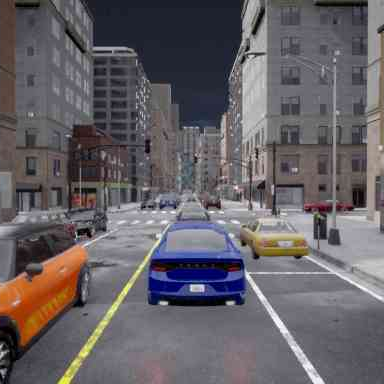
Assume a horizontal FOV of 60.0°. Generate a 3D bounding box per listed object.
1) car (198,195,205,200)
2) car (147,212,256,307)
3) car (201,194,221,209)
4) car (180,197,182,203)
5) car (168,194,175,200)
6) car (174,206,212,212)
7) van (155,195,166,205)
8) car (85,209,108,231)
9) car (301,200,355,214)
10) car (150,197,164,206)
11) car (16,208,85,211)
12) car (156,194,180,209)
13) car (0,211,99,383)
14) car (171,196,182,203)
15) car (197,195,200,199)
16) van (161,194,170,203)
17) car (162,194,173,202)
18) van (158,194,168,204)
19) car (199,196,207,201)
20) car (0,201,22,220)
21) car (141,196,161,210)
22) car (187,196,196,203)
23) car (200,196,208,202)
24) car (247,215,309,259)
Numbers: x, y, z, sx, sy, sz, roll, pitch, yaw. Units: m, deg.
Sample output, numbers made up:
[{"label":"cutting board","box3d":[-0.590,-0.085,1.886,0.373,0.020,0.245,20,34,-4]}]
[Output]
[{"label":"car","box3d":[2.721,1.624,94.845,2.008,1.369,4.403,-1,0,0]},{"label":"car","box3d":[0.085,1.478,8.109,1.882,1.535,5.008,0,0,0]},{"label":"car","box3d":[2.780,1.351,44.572,2.192,1.841,5.009,-1,0,0]},{"label":"car","box3d":[-3.170,1.400,56.309,2.097,1.767,4.553,0,0,0]},{"label":"car","box3d":[-5.818,1.513,94.832,1.967,1.590,4.097,-1,0,0]},{"label":"car","box3d":[0.074,1.606,17.472,1.895,1.301,4.718,0,0,0]},{"label":"van","box3d":[-5.770,1.394,61.318,1.690,1.788,3.998,-1,0,0]},{"label":"car","box3d":[-5.703,1.571,17.687,1.947,1.339,4.313,-1,0,0]},{"label":"car","box3d":[13.311,1.458,32.830,4.718,1.301,1.895,-1,1,-1]},{"label":"car","box3d":[-5.760,1.573,55.562,1.752,1.417,4.829,-1,0,0]},{"label":"car","box3d":[-5.696,1.442,12.190,1.967,1.590,4.097,-1,0,0]},{"label":"car","box3d":[-3.163,1.258,45.417,2.150,2.045,5.566,0,0,0]},{"label":"car","box3d":[-3.108,1.352,4.933,2.097,1.767,4.553,0,0,0]},{"label":"car","box3d":[-3.103,1.597,69.251,2.033,1.411,5.357,0,0,0]},{"label":"car","box3d":[2.752,1.372,66.916,2.192,1.841,5.009,-1,0,0]},{"label":"van","box3d":[-5.787,1.402,72.490,1.690,1.788,3.998,-1,0,0]},{"label":"car","box3d":[-5.795,1.380,78.076,2.192,1.841,5.009,-1,0,0]},{"label":"van","box3d":[-5.779,1.398,66.904,1.690,1.788,3.998,-1,0,0]},{"label":"car","box3d":[2.734,1.634,83.673,1.947,1.339,4.313,-1,0,0]},{"label":"car","box3d":[-18.071,1.664,29.470,5.008,1.535,1.882,-1,1,-1]},{"label":"car","box3d":[-5.743,1.601,44.560,1.947,1.339,4.313,-1,0,0]},{"label":"car","box3d":[-0.110,1.579,74.002,2.128,1.511,4.902,0,0,0]},{"label":"car","box3d":[2.740,1.590,78.258,1.752,1.417,4.829,-1,0,0]},{"label":"car","box3d":[2.830,1.527,12.374,1.752,1.417,4.829,-1,0,0]}]
